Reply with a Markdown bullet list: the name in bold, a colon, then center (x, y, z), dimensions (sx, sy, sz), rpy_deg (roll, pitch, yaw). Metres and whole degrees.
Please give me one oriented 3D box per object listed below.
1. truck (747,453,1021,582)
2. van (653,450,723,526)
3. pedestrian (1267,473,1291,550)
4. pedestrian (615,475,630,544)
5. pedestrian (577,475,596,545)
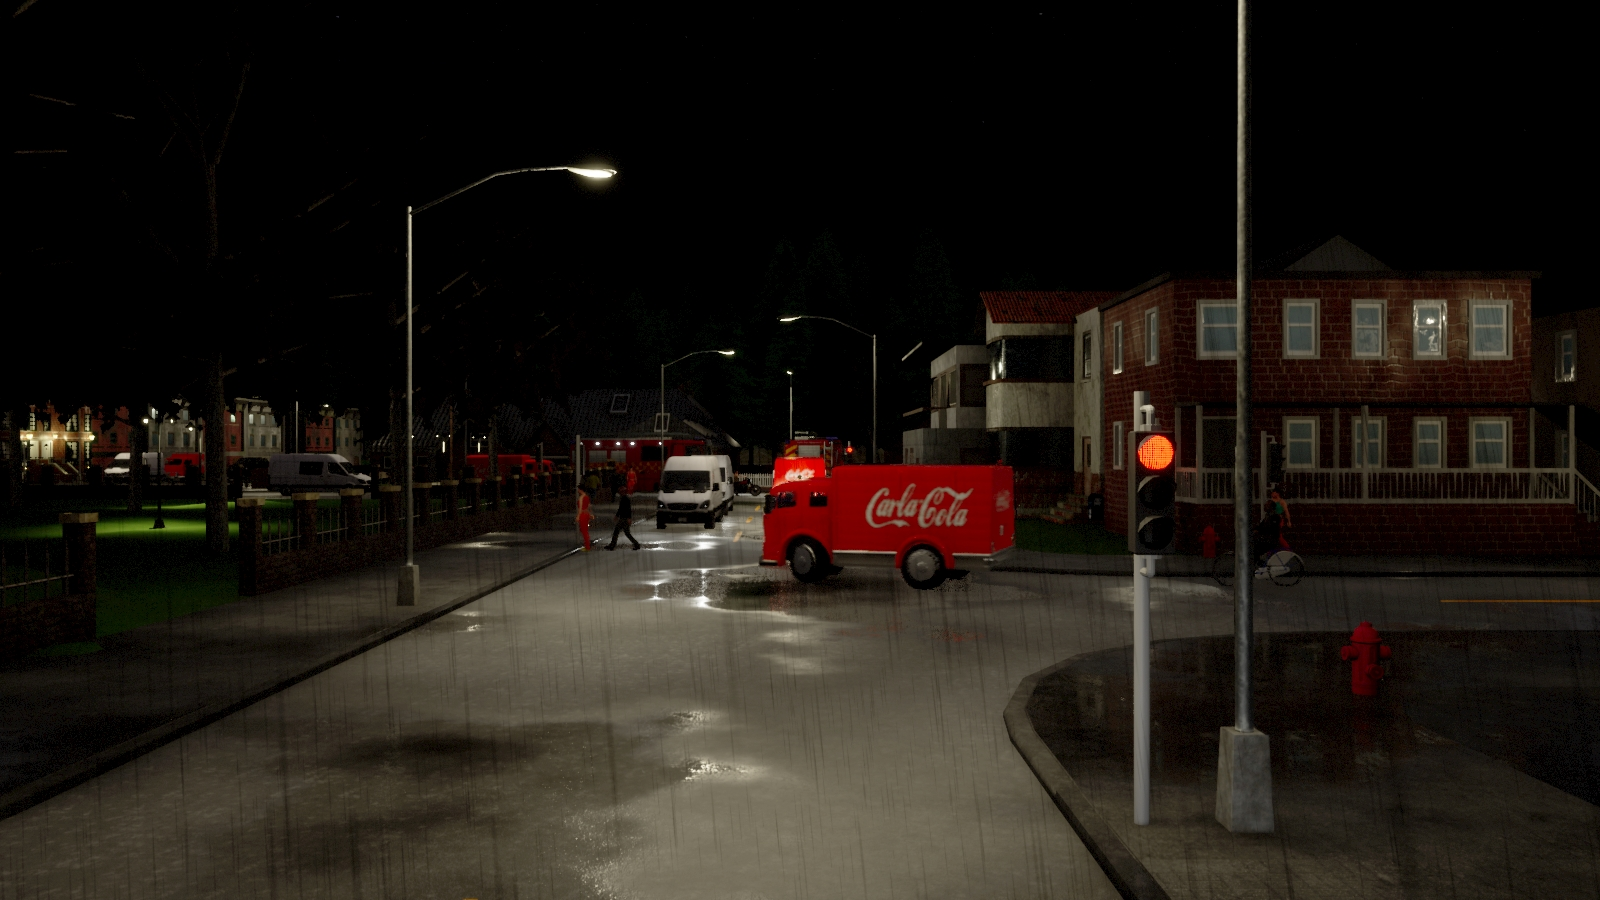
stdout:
- **truck**: center (1.815, 1.329, 24.245), dimensions (5.204, 2.467, 2.627), rpy_deg (-1, 0, 23)
- **van**: center (-4.008, 1.298, 41.814), dimensions (1.988, 2.561, 5.915), rpy_deg (0, 0, 0)
- **pedestrian**: center (11.736, 1.504, 27.999), dimensions (0.375, 1.860, 0.375), rpy_deg (0, 0, -17)
- **pedestrian**: center (-4.820, 1.615, 31.040), dimensions (0.375, 1.860, 0.375), rpy_deg (0, 0, -10)
- **pedestrian**: center (-5.789, 1.615, 31.002), dimensions (0.375, 1.860, 0.375), rpy_deg (0, 0, 19)
